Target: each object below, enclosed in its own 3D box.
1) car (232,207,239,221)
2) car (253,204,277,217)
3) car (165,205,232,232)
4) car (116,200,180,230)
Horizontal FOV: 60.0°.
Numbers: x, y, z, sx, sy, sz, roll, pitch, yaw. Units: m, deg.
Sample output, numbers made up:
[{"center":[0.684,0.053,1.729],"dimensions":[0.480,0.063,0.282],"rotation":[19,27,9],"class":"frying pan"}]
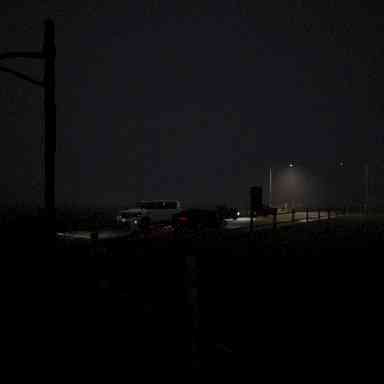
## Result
[{"center":[2.849,2.067,32.547],"dimensions":[2.128,1.511,4.902],"rotation":[0,-1,36],"class":"car"},{"center":[8.877,2.266,40.777],"dimensions":[2.128,1.511,4.902],"rotation":[0,-1,36],"class":"car"},{"center":[0.609,1.896,23.220],"dimensions":[1.837,1.490,4.892],"rotation":[0,-1,36],"class":"car"},{"center":[-2.964,1.608,24.606],"dimensions":[2.150,2.045,5.566],"rotation":[0,-1,36],"class":"car"}]
